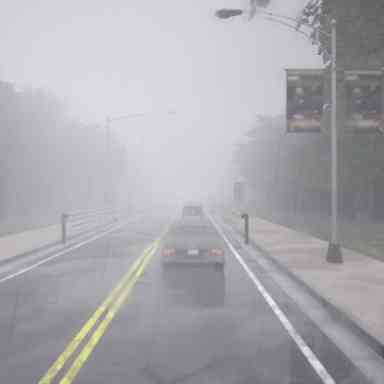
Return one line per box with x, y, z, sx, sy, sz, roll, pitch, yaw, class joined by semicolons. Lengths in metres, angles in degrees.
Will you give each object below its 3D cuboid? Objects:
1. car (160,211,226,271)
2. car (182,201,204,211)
0.043;1.578;10.927;2.033;1.411;5.357;0;0;0;car
0.076;1.563;31.182;1.882;1.535;5.008;0;0;0;car
